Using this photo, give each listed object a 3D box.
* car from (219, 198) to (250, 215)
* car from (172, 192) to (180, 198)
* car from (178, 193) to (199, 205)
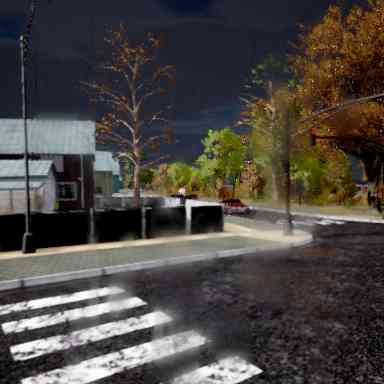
[{"bbox_3d":[4.004,1.376,32.482,1.812,1.442,4.674,-2,1,-15],"label":"car"},{"bbox_3d":[-2.928,0.833,69.880,2.128,1.511,4.902,-2,1,-15],"label":"car"},{"bbox_3d":[-0.299,1.242,48.826,1.812,1.442,4.674,-2,1,-15],"label":"car"}]
